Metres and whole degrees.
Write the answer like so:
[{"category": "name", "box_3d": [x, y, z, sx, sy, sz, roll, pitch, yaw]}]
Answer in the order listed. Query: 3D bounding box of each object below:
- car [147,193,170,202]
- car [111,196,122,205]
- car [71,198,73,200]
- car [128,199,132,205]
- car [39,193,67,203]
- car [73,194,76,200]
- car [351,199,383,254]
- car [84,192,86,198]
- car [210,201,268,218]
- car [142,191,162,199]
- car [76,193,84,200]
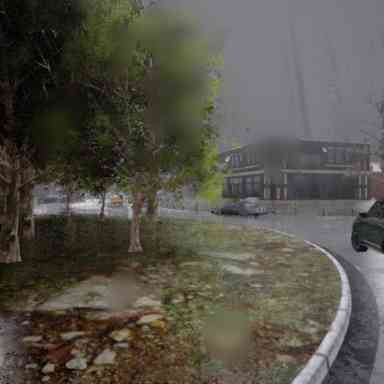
[{"category": "car", "box_3d": [-6.763, 1.357, 64.871, 4.792, 1.488, 2.163, 0, 0, -9]}, {"category": "car", "box_3d": [-13.245, 1.362, 58.525, 1.882, 1.535, 5.008, 0, 0, -11]}, {"category": "car", "box_3d": [-27.796, 1.295, 68.945, 4.674, 1.452, 2.002, 0, 1, -9]}, {"category": "car", "box_3d": [-10.111, 1.493, 57.974, 1.895, 1.301, 4.718, 0, 0, -12]}, {"category": "car", "box_3d": [-26.892, 1.182, 63.500, 4.553, 1.767, 2.185, 0, 0, -9]}, {"category": "car", "box_3d": [-28.205, 1.101, 71.670, 4.553, 1.767, 2.185, 0, 1, -9]}, {"category": "car", "box_3d": [6.917, 1.221, 10.696, 2.150, 2.045, 5.566, 0, 0, 11]}, {"category": "car", "box_3d": [-29.803, 1.087, 82.589, 5.366, 1.575, 1.946, 0, 1, -9]}, {"category": "car", "box_3d": [4.136, 1.548, 29.963, 2.033, 1.411, 5.357, 0, 0, -45]}, {"category": "car", "box_3d": [-11.151, 0.754, 92.319, 5.566, 2.045, 2.435, 0, 1, -9]}, {"category": "car", "box_3d": [-29.576, 0.874, 79.829, 5.566, 2.045, 2.435, 0, 1, -9]}]
